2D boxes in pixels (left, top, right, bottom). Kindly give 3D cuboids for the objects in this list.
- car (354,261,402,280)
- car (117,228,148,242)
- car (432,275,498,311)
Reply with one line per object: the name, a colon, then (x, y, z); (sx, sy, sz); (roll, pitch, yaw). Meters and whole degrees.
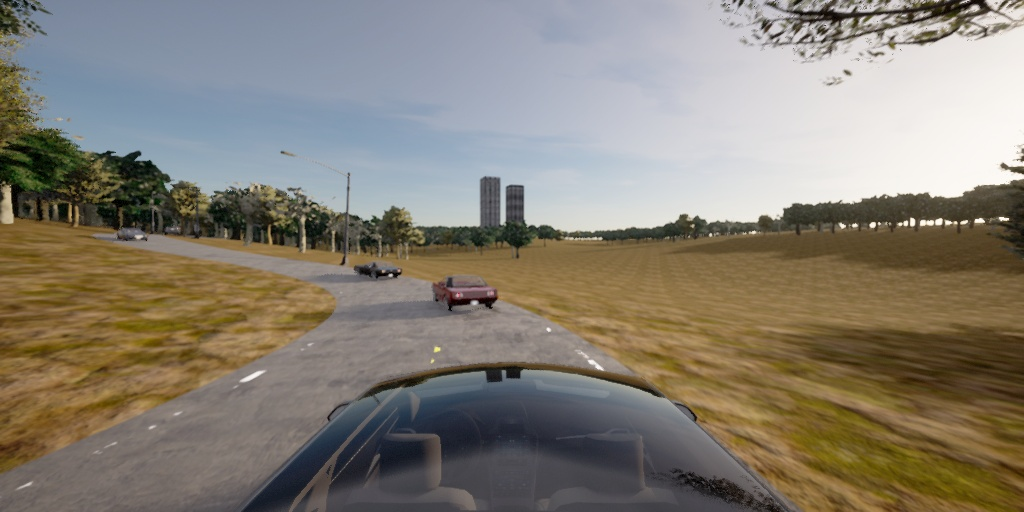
car: (-10.632, 1.038, 28.266); (4.718, 1.301, 1.895); (4, 4, 44)
car: (-45.177, -2.570, 42.677); (4.902, 1.511, 2.128); (6, 5, 31)
car: (-2.207, 1.459, 15.446); (1.895, 1.301, 4.718); (-1, 0, -22)
